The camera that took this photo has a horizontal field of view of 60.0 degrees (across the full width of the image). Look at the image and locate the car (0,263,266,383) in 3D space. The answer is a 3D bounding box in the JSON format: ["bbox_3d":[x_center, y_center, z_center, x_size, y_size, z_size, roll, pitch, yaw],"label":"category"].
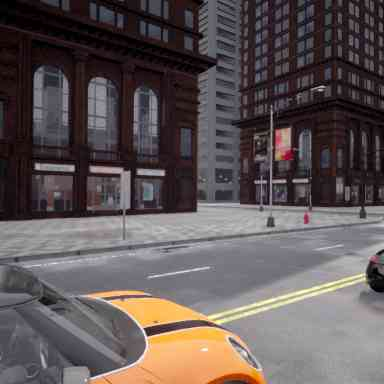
[{"bbox_3d":[-1.550,1.352,2.334,4.553,1.767,2.097,0,0,-36],"label":"car"}]

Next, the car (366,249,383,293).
[{"bbox_3d":[5.877,1.576,7.654,4.181,1.385,1.994,0,0,-35],"label":"car"}]
